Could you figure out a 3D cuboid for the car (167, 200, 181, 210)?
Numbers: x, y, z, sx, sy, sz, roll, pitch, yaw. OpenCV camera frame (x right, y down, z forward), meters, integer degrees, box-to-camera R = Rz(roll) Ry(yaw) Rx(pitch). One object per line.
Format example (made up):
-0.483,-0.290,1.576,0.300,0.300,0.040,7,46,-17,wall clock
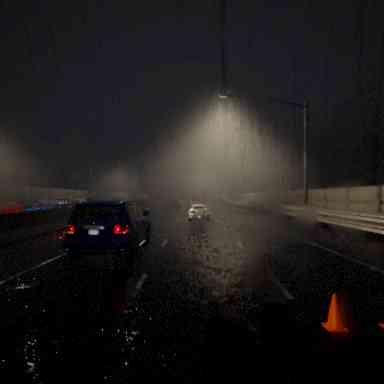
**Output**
-2.800,1.985,51.570,1.882,1.535,5.008,0,0,0,car

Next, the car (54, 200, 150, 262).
-2.944,1.322,12.660,2.150,2.045,5.566,0,0,0,car

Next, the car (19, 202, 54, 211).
-13.570,1.685,30.798,1.882,1.535,5.008,0,-1,0,car

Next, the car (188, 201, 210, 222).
0.622,1.823,29.649,1.812,1.442,4.674,0,-1,0,car

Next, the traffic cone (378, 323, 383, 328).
3.439,2.035,5.698,0.340,0.580,0.340,0,-1,0,traffic cone

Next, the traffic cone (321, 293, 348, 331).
2.439,2.028,5.702,0.340,0.580,0.340,0,-1,0,traffic cone

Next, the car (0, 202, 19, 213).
-17.073,1.651,29.983,1.882,1.535,5.008,0,-1,0,car

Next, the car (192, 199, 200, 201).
0.726,1.958,58.235,2.097,1.767,4.553,0,-1,0,car
